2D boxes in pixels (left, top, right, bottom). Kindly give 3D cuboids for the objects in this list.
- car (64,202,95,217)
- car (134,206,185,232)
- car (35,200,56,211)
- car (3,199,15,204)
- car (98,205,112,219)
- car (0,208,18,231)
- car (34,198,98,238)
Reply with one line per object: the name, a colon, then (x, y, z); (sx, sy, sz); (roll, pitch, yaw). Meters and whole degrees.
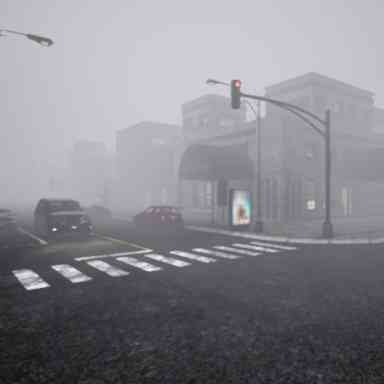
car: (-12.036, 1.842, 35.445); (2.008, 1.369, 4.403); (-1, 0, -35)
car: (-2.214, 1.592, 21.459); (1.967, 1.590, 4.097); (-1, 0, -35)
car: (-21.857, 1.987, 49.429); (2.008, 1.369, 4.403); (-1, 0, -35)
car: (-44.776, 2.383, 82.059); (1.802, 1.307, 4.206); (-1, 0, -35)
car: (-8.761, 1.827, 30.783); (1.802, 1.307, 4.206); (-1, 0, -35)
car: (-12.338, 1.745, 21.294); (2.008, 1.369, 4.403); (-1, 0, -35)
car: (-7.596, 1.420, 19.250); (2.150, 2.045, 5.566); (0, 1, -35)
